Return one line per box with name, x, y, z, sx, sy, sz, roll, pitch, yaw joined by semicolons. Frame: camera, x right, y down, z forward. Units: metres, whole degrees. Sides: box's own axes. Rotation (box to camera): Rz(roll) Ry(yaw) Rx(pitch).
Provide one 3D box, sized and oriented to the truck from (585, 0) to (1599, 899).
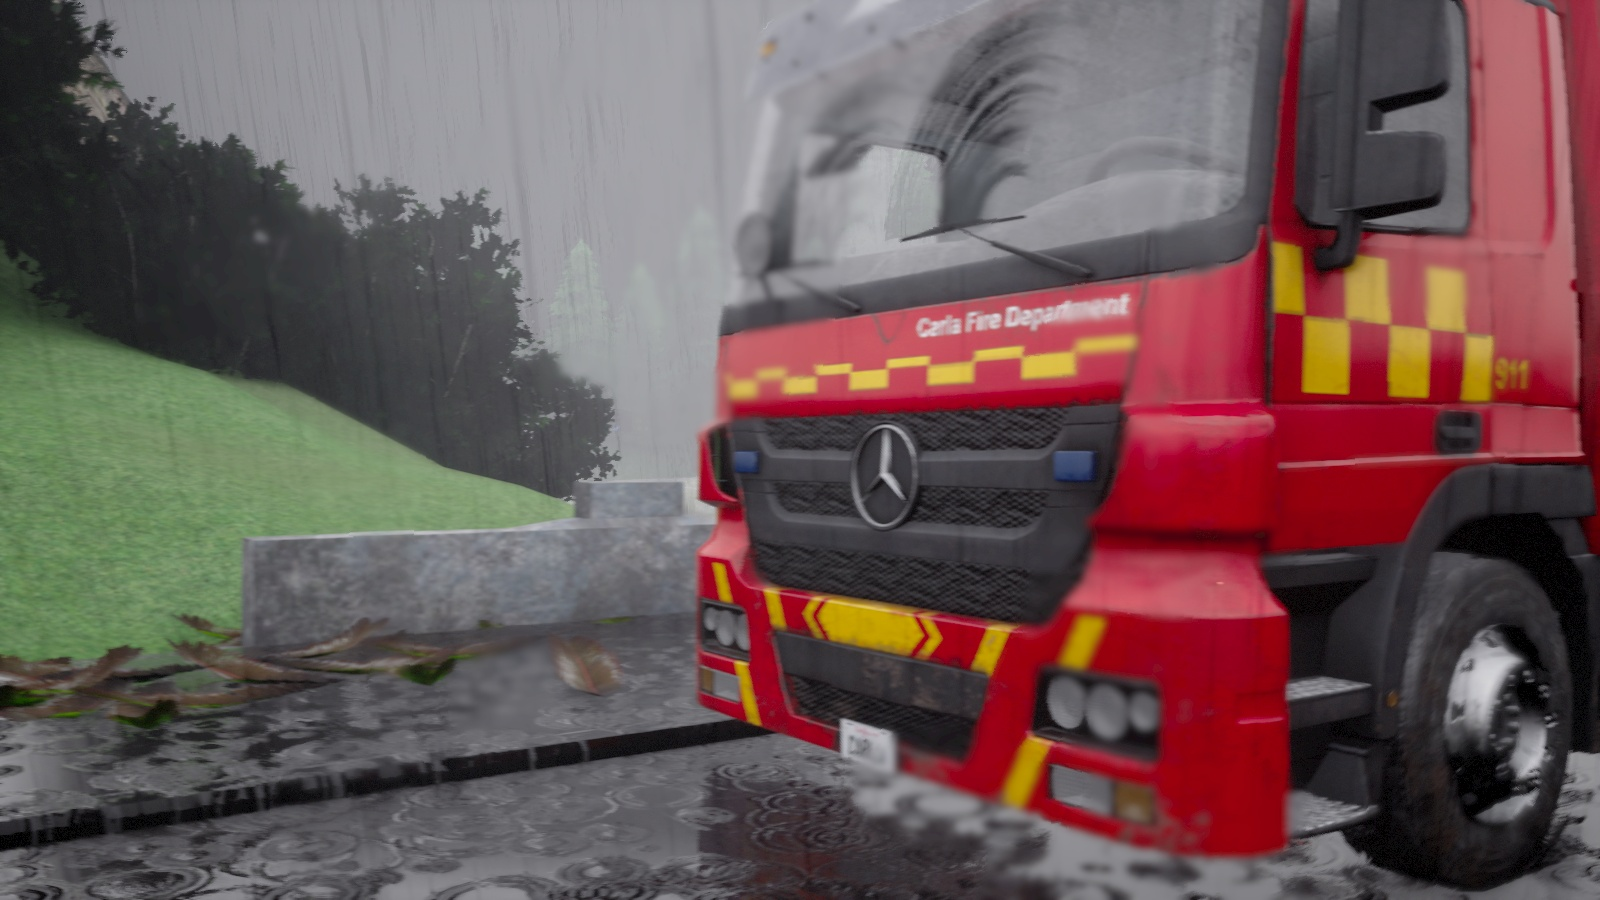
truck;3.381;-0.411;6.625;8.468;3.827;2.891;0;0;-35
